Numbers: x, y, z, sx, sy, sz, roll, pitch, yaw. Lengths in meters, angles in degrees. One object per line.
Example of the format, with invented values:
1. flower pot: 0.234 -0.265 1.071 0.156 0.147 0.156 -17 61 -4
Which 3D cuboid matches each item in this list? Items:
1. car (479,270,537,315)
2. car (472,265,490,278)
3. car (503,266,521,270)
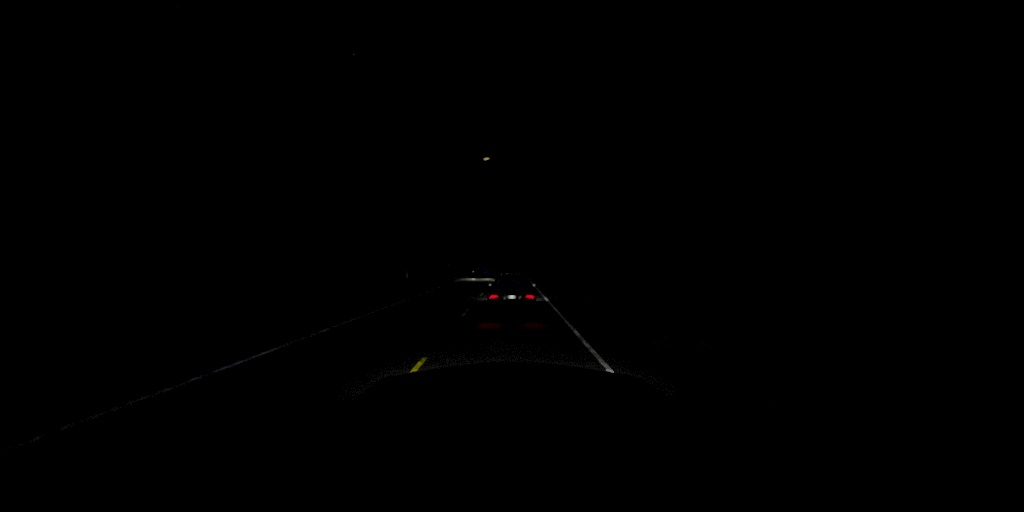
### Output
1. car: 0.002 1.439 14.398 2.033 1.411 5.357 0 -1 0
2. car: -3.548 1.744 41.696 1.882 1.535 5.008 0 -1 0
3. car: 0.006 1.596 30.373 2.128 1.511 4.902 0 -1 0
